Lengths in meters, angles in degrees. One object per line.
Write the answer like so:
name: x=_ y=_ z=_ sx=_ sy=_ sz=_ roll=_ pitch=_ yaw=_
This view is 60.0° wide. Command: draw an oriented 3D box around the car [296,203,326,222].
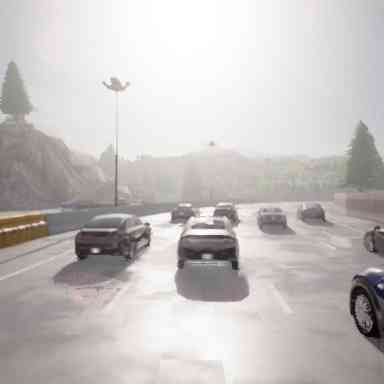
car: x=10.069 y=1.673 z=28.355 sx=2.128 sy=1.511 sz=4.902 roll=0 pitch=0 yaw=12

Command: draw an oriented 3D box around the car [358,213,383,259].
car: x=7.583 y=1.579 z=11.196 sx=1.837 sy=1.490 sz=4.892 roll=0 pitch=0 yaw=4

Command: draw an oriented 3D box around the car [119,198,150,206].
car: x=-7.419 y=1.828 z=45.357 sx=2.033 sy=1.411 sz=5.357 roll=0 pitch=0 yaw=17

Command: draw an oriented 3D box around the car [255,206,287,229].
car: x=5.477 y=1.694 z=23.156 sx=2.033 sy=1.411 sz=5.357 roll=0 pitch=0 yaw=9

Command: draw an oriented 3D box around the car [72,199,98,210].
car: x=-14.272 y=1.888 z=46.862 sx=1.895 sy=1.301 sz=4.718 roll=0 pitch=0 yaw=17

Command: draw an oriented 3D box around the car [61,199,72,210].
car: x=-17.218 y=1.777 z=49.054 sx=1.882 sy=1.535 sz=5.008 roll=0 pitch=-1 yaw=17

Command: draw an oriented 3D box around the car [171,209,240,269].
car: x=0.594 y=1.564 z=11.489 sx=2.128 sy=1.511 sz=4.902 roll=0 pitch=0 yaw=4

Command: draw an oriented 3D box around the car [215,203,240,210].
car: x=2.947 y=1.684 z=28.456 sx=1.837 sy=1.490 sz=4.892 roll=0 pitch=0 yaw=11

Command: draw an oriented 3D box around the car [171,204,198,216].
car: x=-0.485 y=1.745 z=29.062 sx=1.994 sy=1.385 sz=4.181 roll=0 pitch=0 yaw=11

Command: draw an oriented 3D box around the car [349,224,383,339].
car: x=3.695 y=1.378 z=3.829 sx=2.097 sy=1.767 sz=4.553 roll=0 pitch=0 yaw=1

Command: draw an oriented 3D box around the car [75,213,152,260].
car: x=-2.813 y=1.584 z=12.757 sx=1.837 sy=1.490 sz=4.892 roll=0 pitch=0 yaw=5

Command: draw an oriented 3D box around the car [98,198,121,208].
car: x=-10.643 y=1.638 z=46.632 sx=2.097 sy=1.767 sz=4.553 roll=0 pitch=0 yaw=17
